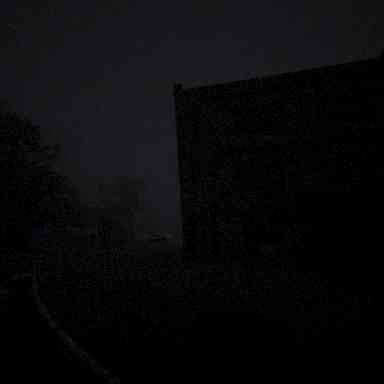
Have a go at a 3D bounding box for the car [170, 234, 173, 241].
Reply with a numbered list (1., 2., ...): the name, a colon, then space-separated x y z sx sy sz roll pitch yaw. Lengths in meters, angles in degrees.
1. car: -4.537 8.182 60.510 1.812 1.442 4.674 -3 -7 -5

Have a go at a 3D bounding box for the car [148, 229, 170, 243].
1. car: -4.796 6.373 46.679 1.994 1.385 4.181 -4 -8 6

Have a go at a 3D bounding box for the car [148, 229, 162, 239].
1. car: -9.184 10.179 81.259 2.150 2.045 5.566 -2 -5 -19

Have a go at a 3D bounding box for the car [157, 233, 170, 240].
1. car: -6.223 9.524 71.443 1.812 1.442 4.674 -2 -6 -17
